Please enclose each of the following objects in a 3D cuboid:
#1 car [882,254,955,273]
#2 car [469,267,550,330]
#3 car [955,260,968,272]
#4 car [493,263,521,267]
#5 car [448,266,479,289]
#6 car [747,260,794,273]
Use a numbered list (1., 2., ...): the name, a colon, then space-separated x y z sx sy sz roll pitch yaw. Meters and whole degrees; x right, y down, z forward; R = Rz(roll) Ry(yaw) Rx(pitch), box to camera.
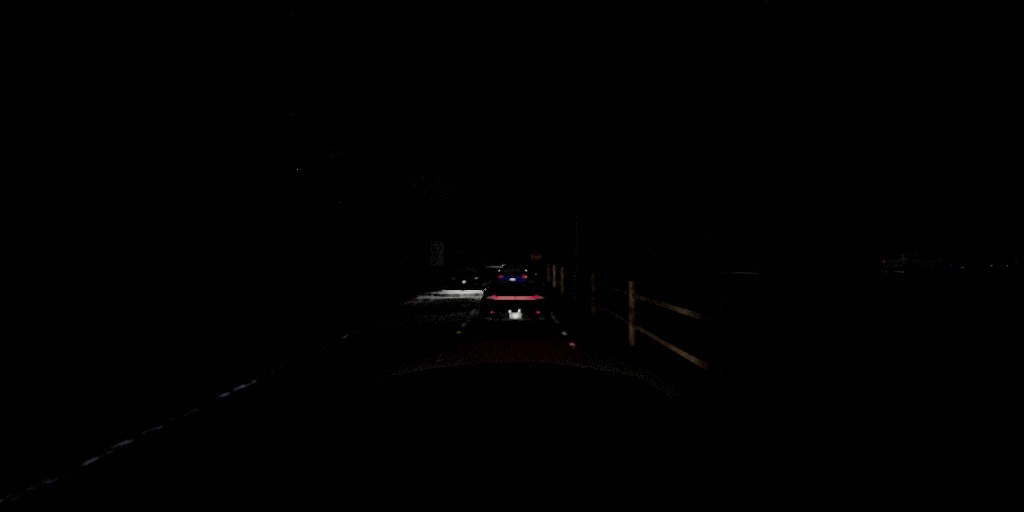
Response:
1. car: 42.966 0.772 38.282 5.566 2.045 2.150 0 0 -1
2. car: 0.076 1.247 11.124 2.128 1.511 4.902 0 0 0
3. car: 49.098 1.033 41.185 5.008 1.535 1.882 0 0 -1
4. car: 0.042 1.324 22.432 1.994 1.385 4.181 0 0 0
5. car: -2.806 1.324 22.958 1.994 1.385 4.181 0 0 0
6. car: 29.464 1.162 40.891 4.674 1.442 1.812 0 0 -1
